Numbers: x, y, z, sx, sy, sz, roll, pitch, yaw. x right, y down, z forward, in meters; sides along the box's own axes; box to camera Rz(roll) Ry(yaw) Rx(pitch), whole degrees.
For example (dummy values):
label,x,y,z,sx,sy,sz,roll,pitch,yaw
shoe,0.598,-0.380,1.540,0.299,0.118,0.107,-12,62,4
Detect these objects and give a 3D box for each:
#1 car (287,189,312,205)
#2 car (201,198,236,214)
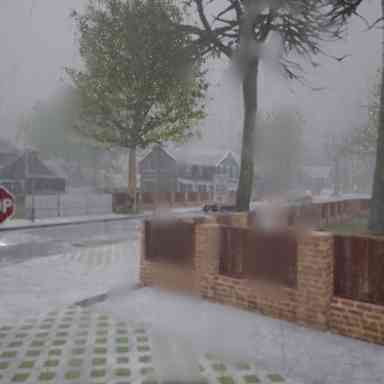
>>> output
label,x,y,z,sx,sy,sz,roll,pitch,yaw
car,14.992,0.662,46.042,2.150,2.045,5.566,3,2,35
car,2.769,1.211,28.995,1.895,1.301,4.718,3,2,35
